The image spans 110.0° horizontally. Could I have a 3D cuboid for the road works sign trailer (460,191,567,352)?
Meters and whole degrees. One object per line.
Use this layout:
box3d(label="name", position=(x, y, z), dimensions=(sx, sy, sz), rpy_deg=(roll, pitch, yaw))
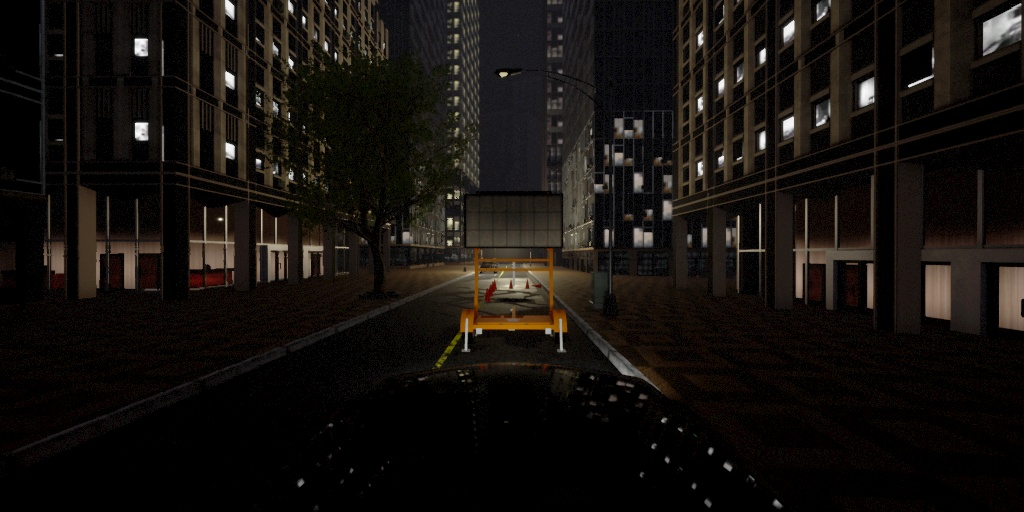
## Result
box3d(label="road works sign trailer", position=(0.042, 0.214, 8.893), dimensions=(2.380, 3.560, 2.880), rpy_deg=(0, 0, 0))

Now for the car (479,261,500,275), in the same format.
box3d(label="car", position=(-2.643, 1.284, 40.584), dimensions=(1.837, 1.490, 4.892), rpy_deg=(0, 0, 0))
